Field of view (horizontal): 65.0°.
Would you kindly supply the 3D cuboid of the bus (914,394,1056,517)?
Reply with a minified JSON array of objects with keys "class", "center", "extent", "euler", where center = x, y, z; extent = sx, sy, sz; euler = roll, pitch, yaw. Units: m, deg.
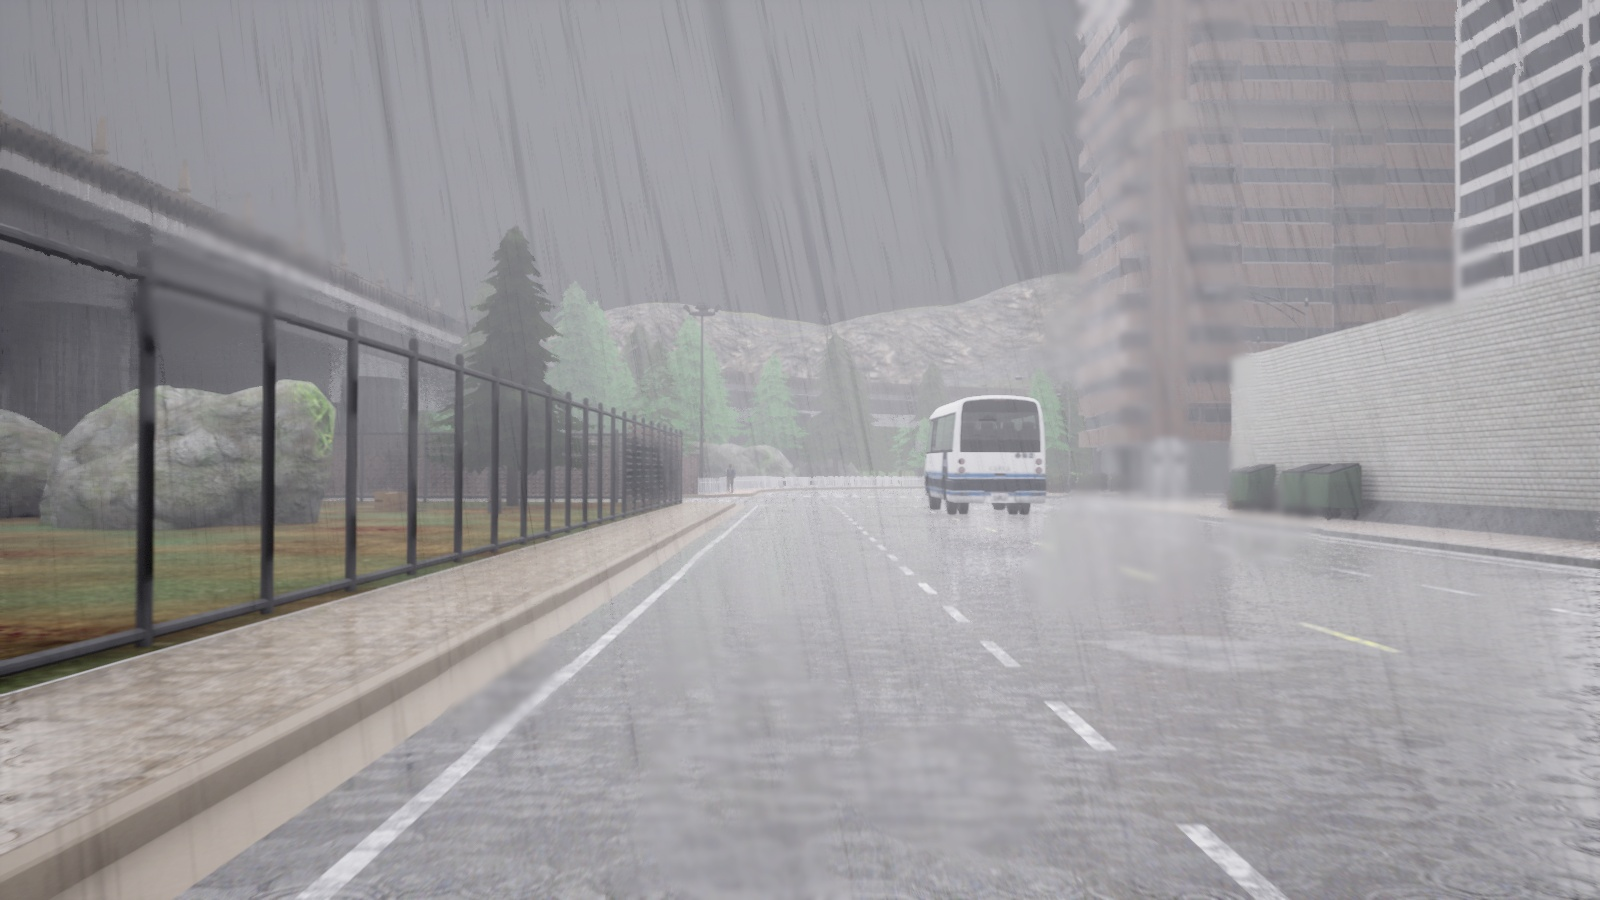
[{"class":"bus","center":[6.875,0.227,48.728],"extent":[3.944,4.253,10.273],"euler":[0,0,0]}]
